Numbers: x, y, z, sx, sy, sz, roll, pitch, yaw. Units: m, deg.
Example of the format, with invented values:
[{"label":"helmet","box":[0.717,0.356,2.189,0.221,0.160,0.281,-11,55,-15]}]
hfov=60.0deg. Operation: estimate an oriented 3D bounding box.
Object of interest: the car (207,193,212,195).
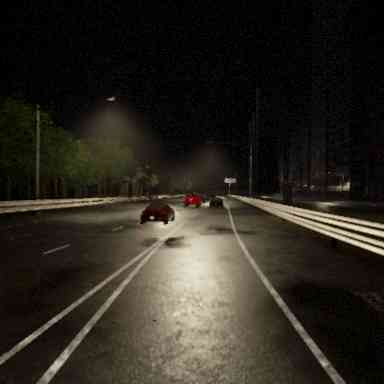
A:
[{"label":"car","box":[3.434,1.663,85.673,1.994,1.385,4.181,0,0,5]}]

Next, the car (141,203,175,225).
[{"label":"car","box":[-2.389,1.519,23.922,1.812,1.442,4.674,0,0,6]}]

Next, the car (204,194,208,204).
[{"label":"car","box":[1.781,1.566,67.731,1.837,1.490,4.892,1,0,5]}]

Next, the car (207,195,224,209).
[{"label":"car","box":[3.515,1.532,47.718,1.882,1.535,5.008,1,0,6]}]

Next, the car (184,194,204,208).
[{"label":"car","box":[0.105,1.247,49.843,2.150,2.045,5.566,0,0,5]}]
